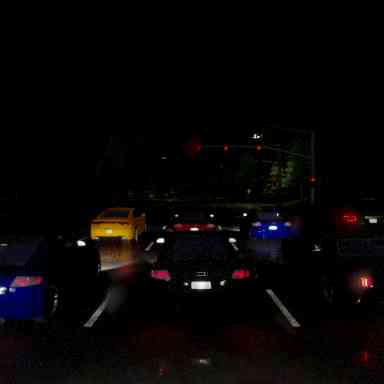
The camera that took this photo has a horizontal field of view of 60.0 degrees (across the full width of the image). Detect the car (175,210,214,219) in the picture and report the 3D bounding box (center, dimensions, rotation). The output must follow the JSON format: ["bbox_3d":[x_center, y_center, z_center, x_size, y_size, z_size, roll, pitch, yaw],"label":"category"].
[{"bbox_3d":[0.106,1.564,16.096,1.994,1.385,4.181,0,0,0],"label":"car"}]

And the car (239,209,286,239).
[{"bbox_3d":[3.606,1.564,16.801,1.994,1.385,4.181,0,0,0],"label":"car"}]

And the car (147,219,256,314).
[{"bbox_3d":[0.117,1.564,7.693,1.994,1.385,4.181,0,0,-1],"label":"car"}]

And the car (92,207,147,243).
[{"bbox_3d":[-3.395,1.478,16.163,1.882,1.535,5.008,0,0,0],"label":"car"}]

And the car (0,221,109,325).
[{"bbox_3d":[-3.396,1.564,7.232,1.994,1.385,4.181,0,0,0],"label":"car"}]

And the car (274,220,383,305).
[{"bbox_3d":[3.603,1.601,8.044,1.895,1.301,4.718,0,0,0],"label":"car"}]

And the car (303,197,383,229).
[{"bbox_3d":[7.106,1.222,15.726,2.150,2.045,5.566,0,0,0],"label":"car"}]
